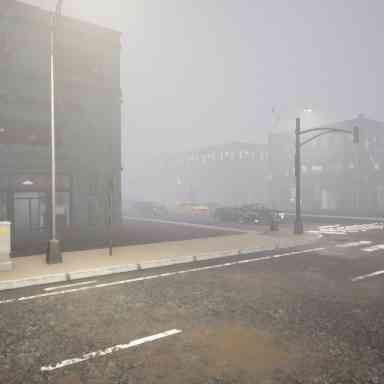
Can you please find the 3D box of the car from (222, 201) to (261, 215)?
[{"bbox_3d":[5.623,1.808,38.309,2.008,1.369,4.403,-2,0,-35],"label":"car"}]

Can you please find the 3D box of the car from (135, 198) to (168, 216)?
[{"bbox_3d":[-4.416,1.845,37.965,1.967,1.590,4.097,-1,0,-35],"label":"car"}]

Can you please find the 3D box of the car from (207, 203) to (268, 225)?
[{"bbox_3d":[3.526,1.813,26.583,1.947,1.339,4.313,-1,0,-35],"label":"car"}]

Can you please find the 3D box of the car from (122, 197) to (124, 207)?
[{"bbox_3d":[-13.619,1.938,65.380,2.192,1.841,5.009,-1,0,-35],"label":"car"}]

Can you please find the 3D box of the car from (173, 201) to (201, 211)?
[{"bbox_3d":[-0.788,1.965,47.333,1.802,1.307,4.206,-2,0,-35],"label":"car"}]

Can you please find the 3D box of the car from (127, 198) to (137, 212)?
[{"bbox_3d":[-6.697,1.942,45.694,1.882,1.535,5.008,-1,0,-35],"label":"car"}]

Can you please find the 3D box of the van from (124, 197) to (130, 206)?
[{"bbox_3d":[-10.412,1.905,60.869,1.690,1.788,3.998,-1,0,-35],"label":"van"}]

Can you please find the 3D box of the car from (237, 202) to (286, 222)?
[{"bbox_3d":[5.702,1.712,28.216,2.128,1.511,4.902,-1,0,-35],"label":"car"}]

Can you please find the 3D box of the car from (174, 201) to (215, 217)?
[{"bbox_3d":[-0.095,1.813,36.381,1.882,1.535,5.008,-1,0,-36],"label":"car"}]
